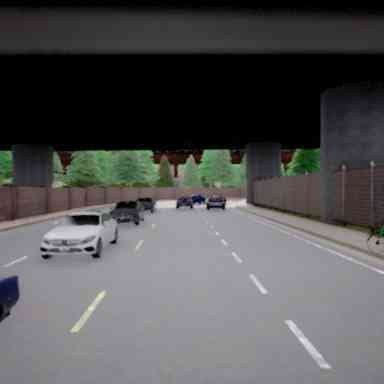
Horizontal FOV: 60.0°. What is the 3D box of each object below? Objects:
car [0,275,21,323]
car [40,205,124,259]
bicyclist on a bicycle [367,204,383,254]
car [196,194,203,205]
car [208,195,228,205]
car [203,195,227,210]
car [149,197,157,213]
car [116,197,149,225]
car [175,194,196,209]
[{"bbox_3d":[-3.650,1.597,3.160,1.895,1.301,4.718,0,1,-2],"label":"car"},{"bbox_3d":[-3.957,1.438,12.429,1.812,1.442,4.674,0,1,-2],"label":"car"},{"bbox_3d":[6.363,1.152,10.570,1.656,1.620,0.582,-1,1,-2],"label":"bicyclist on a bicycle"},{"bbox_3d":[0.732,1.013,48.692,1.882,1.535,5.008,0,1,14],"label":"car"},{"bbox_3d":[3.694,1.093,46.936,1.994,1.385,4.181,0,1,16],"label":"car"},{"bbox_3d":[2.557,1.201,36.315,1.994,1.385,4.181,0,1,1],"label":"car"},{"bbox_3d":[-4.533,1.232,32.633,1.837,1.490,4.892,0,1,-1],"label":"car"},{"bbox_3d":[-4.274,1.327,22.292,1.837,1.490,4.892,0,1,-2],"label":"car"},{"bbox_3d":[-0.814,1.170,38.342,1.812,1.442,4.674,0,1,2],"label":"car"}]
